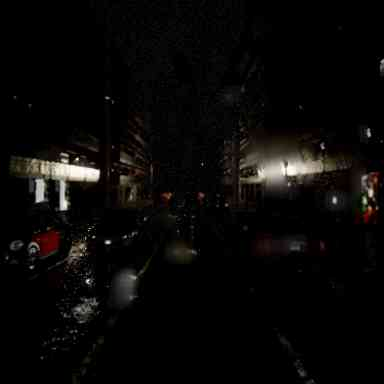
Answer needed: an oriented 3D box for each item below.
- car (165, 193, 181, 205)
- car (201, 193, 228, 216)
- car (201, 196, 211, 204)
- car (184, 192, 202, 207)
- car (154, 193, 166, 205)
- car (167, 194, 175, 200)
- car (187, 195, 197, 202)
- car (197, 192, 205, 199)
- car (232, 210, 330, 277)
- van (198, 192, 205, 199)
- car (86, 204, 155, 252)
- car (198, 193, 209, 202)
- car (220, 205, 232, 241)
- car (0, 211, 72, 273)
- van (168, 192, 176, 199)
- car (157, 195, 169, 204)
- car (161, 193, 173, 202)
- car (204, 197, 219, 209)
[{"bbox_3d":[-2.821,1.289,54.272,1.882,1.535,5.008,0,0,0],"label":"car"},{"bbox_3d":[2.261,1.244,31.467,2.097,1.767,4.553,0,0,0],"label":"car"},{"bbox_3d":[2.553,1.371,61.161,1.802,1.307,4.206,-1,0,0],"label":"car"},{"bbox_3d":[-0.002,1.050,49.131,2.150,2.045,5.566,0,0,0],"label":"car"},{"bbox_3d":[-5.327,1.351,55.600,1.887,1.381,4.507,-1,0,0],"label":"car"},{"bbox_3d":[-5.329,1.240,83.686,1.752,1.417,4.829,-1,0,0],"label":"car"},{"bbox_3d":[-0.003,1.336,67.171,1.994,1.385,4.181,0,0,0],"label":"car"},{"bbox_3d":[2.548,0.993,95.146,2.192,1.841,5.009,-1,0,0],"label":"car"},{"bbox_3d":[2.558,1.403,10.182,1.967,1.590,4.097,-1,0,0],"label":"car"},{"bbox_3d":[2.549,1.037,89.482,1.690,1.788,3.998,-1,0,0],"label":"van"},{"bbox_3d":[-2.852,1.456,13.708,1.837,1.490,4.892,0,0,0],"label":"car"},{"bbox_3d":[2.549,1.067,72.489,2.192,1.841,5.009,-1,0,0],"label":"car"},{"bbox_3d":[2.555,1.525,15.847,1.802,1.307,4.206,-1,0,0],"label":"car"},{"bbox_3d":[-5.326,1.403,10.390,1.967,1.590,4.097,-1,0,0],"label":"car"},{"bbox_3d":[-5.331,1.037,89.507,1.690,1.788,3.998,-1,0,0],"label":"van"},{"bbox_3d":[-5.328,1.333,61.251,1.887,1.381,4.507,-1,0,0],"label":"car"},{"bbox_3d":[-5.331,1.066,72.552,2.192,1.841,5.009,-1,0,0],"label":"car"},{"bbox_3d":[2.554,1.427,44.168,1.802,1.307,4.206,-1,0,0],"label":"car"}]
